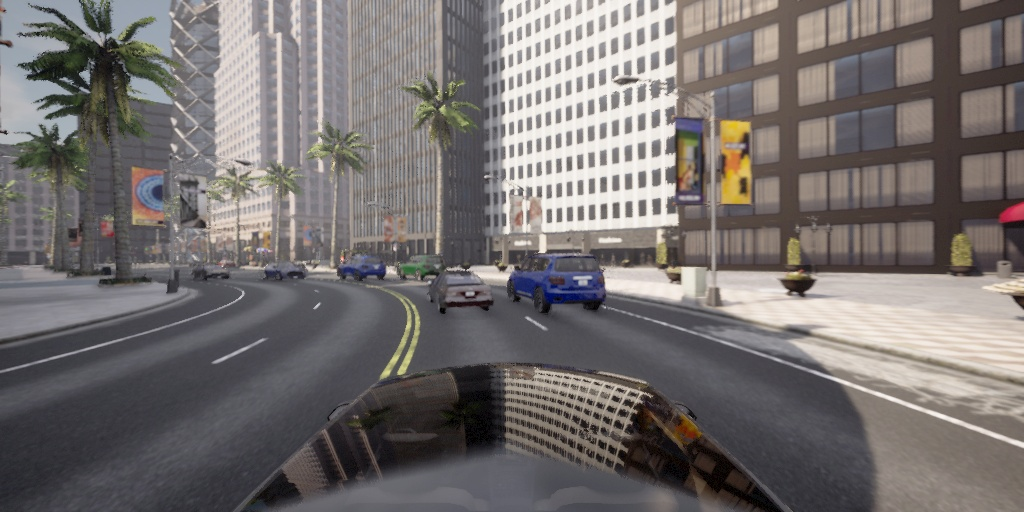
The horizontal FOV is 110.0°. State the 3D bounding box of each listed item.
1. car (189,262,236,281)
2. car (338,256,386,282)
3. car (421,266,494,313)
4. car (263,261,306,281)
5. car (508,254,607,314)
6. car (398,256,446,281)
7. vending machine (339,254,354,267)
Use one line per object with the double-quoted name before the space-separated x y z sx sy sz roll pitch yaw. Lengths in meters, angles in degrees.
"car" -28.388 1.514 33.742 5.357 1.411 2.033 -1 0 36
"car" -12.836 1.044 30.592 5.566 2.045 2.150 0 0 43
"car" -2.194 1.297 14.200 2.033 1.411 5.357 -1 0 -19
"car" -20.386 1.244 32.161 4.553 1.767 2.097 0 0 37
"car" 1.485 0.936 13.866 2.150 2.045 5.566 0 0 -16
"car" -7.626 0.995 30.212 2.150 2.045 5.566 0 0 -41
"vending machine" -24.608 1.092 53.209 0.880 2.100 1.100 0 0 36
